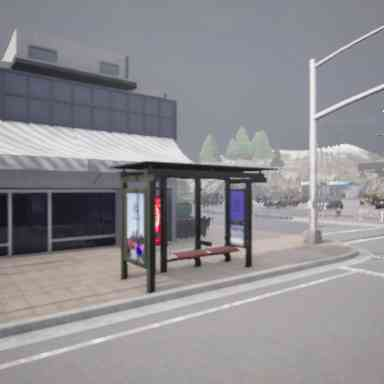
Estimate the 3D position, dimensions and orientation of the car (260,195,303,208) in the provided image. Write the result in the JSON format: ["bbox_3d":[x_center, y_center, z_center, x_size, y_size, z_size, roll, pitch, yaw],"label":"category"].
[{"bbox_3d":[11.815,1.230,43.614,5.027,1.636,2.152,0,0,-36],"label":"car"}]

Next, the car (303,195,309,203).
[{"bbox_3d":[21.080,1.315,61.736,4.514,1.523,2.007,0,0,-36],"label":"car"}]

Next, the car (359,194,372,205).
[{"bbox_3d":[27.766,1.118,51.202,4.605,1.855,1.932,0,0,-36],"label":"car"}]

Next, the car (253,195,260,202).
[{"bbox_3d":[15.286,1.335,69.878,3.633,1.501,1.845,0,0,-36],"label":"car"}]

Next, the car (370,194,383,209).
[{"bbox_3d":[23.683,1.352,39.726,4.514,1.523,2.007,0,0,-36],"label":"car"}]

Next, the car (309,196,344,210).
[{"bbox_3d":[15.820,1.308,38.590,3.806,1.475,1.970,0,0,-36],"label":"car"}]
